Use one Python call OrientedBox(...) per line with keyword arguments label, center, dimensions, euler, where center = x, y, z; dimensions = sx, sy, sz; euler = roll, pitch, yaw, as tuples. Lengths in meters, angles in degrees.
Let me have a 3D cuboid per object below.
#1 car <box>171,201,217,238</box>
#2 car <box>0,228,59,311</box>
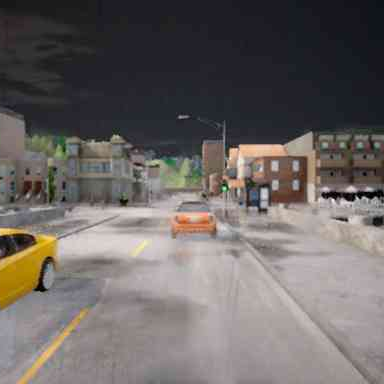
OrientedBox(label="car", center=(0.093, 1.215, 16.853), dimensions=(2.097, 1.767, 4.553), euler=(0, 0, 0))
OrientedBox(label="car", center=(-4.090, 1.430, 5.900), dimensions=(1.882, 1.535, 5.008), euler=(0, 0, 0))
